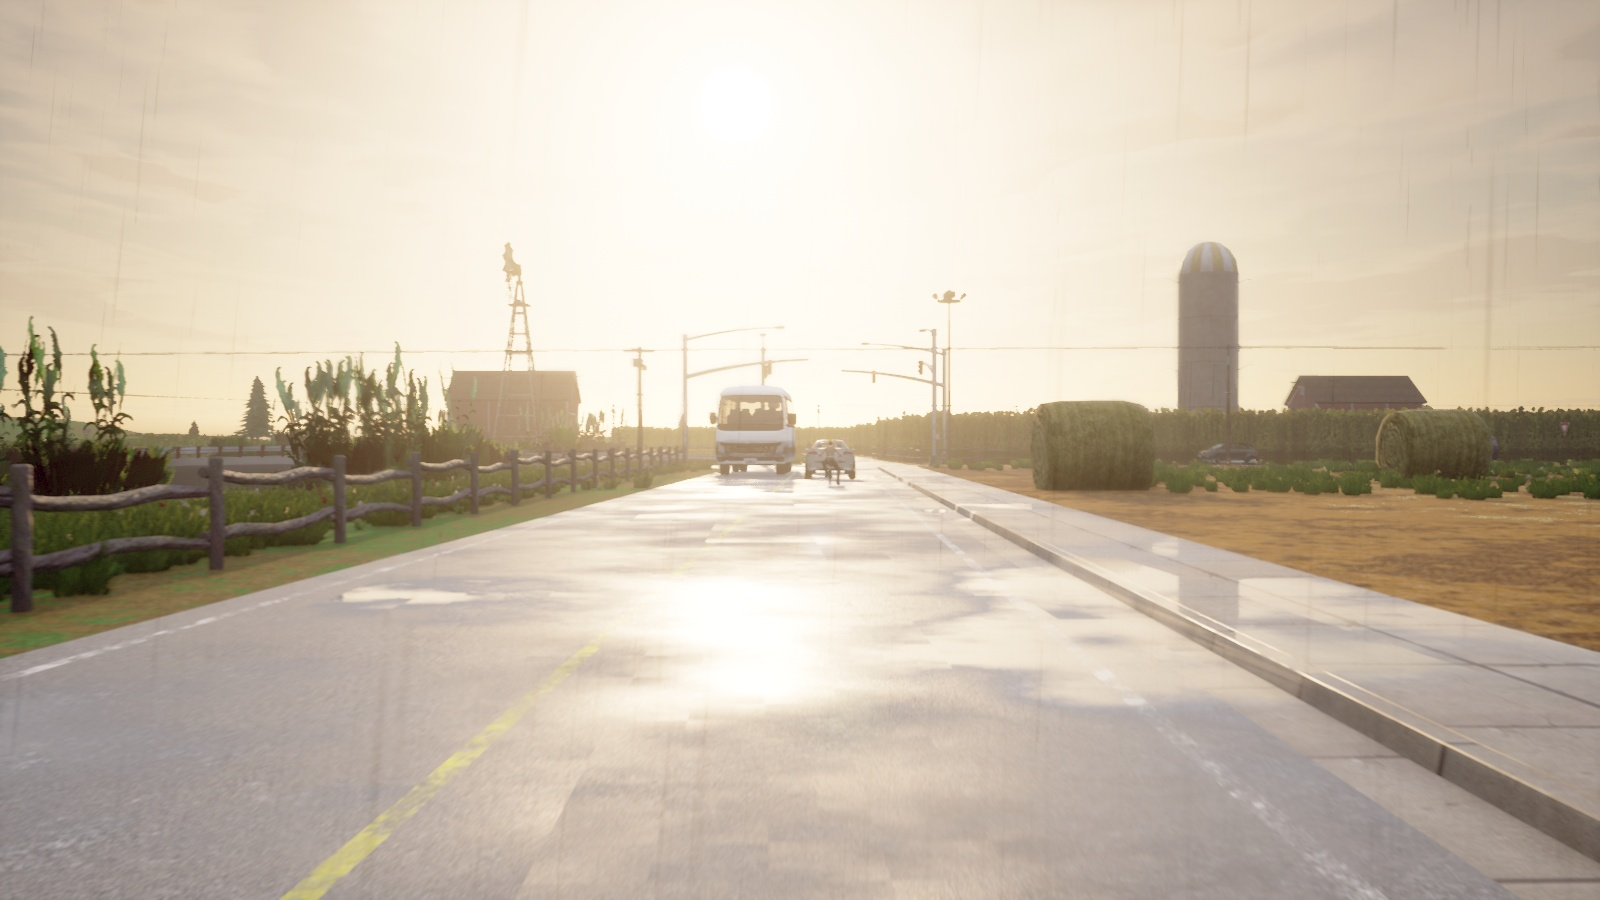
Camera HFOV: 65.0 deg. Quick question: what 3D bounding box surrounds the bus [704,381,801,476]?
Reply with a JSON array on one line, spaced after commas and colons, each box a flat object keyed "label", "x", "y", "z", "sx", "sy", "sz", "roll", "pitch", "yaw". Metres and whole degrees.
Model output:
[{"label": "bus", "x": -2.114, "y": -0.978, "z": 61.346, "sx": 3.944, "sy": 4.253, "sz": 10.273, "roll": 0, "pitch": 0, "yaw": 2}]

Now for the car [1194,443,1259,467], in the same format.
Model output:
[{"label": "car", "x": 28.061, "y": 0.322, "z": 82.675, "sx": 3.705, "sy": 1.549, "sz": 1.789, "roll": 0, "pitch": 0, "yaw": -2}]

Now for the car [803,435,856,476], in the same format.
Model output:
[{"label": "car", "x": 1.239, "y": 0.227, "z": 53.131, "sx": 2.152, "sy": 1.651, "sz": 5.027, "roll": 0, "pitch": 0, "yaw": 1}]

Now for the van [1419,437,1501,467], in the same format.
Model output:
[{"label": "van", "x": 43.656, "y": 0.109, "z": 83.123, "sx": 4.442, "sy": 1.987, "sz": 1.775, "roll": 0, "pitch": 0, "yaw": -1}]
